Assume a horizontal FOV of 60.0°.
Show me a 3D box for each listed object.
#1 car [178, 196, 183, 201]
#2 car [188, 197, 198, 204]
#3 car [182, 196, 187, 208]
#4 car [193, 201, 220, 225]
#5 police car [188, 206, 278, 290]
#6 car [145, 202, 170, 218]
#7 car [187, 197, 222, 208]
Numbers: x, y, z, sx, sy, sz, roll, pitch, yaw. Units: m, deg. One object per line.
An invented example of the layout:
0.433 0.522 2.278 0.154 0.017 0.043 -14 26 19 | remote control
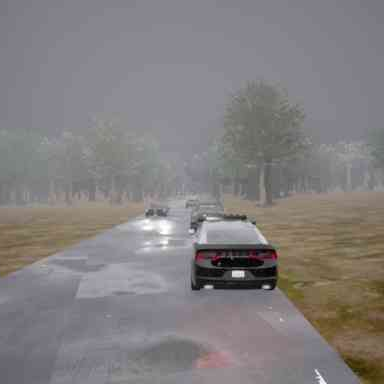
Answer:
-2.736 1.665 89.967 1.994 1.385 4.181 0 0 0 | car
0.128 1.638 63.777 1.895 1.301 4.718 0 0 0 | car
0.130 1.508 47.302 2.128 1.511 4.902 0 0 1 | car
0.971 1.505 25.067 1.837 1.490 4.892 0 0 0 | car
0.924 1.422 9.176 1.930 1.638 5.238 0 0 0 | police car
-3.016 1.604 29.710 1.895 1.301 4.718 0 0 0 | car
0.953 1.348 19.038 2.097 1.767 4.553 0 0 0 | car
